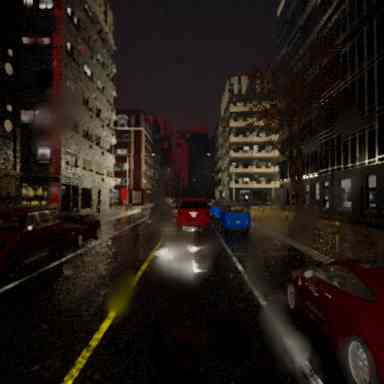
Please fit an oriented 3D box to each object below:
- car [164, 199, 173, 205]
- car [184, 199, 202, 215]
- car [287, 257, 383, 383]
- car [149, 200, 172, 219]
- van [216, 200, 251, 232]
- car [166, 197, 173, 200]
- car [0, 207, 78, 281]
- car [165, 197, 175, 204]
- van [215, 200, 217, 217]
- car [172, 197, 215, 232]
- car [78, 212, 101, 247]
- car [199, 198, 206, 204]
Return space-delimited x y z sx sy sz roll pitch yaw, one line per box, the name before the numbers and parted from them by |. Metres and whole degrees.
car | -5.679 2.353 81.465 1.752 1.417 4.829 1 -1 0
car | 0.097 1.754 39.742 2.097 1.767 4.553 0 -1 0
car | 2.703 1.633 4.945 1.802 1.307 4.206 1 -1 0
car | -3.051 1.812 33.046 1.882 1.535 5.008 0 -1 0
van | 2.707 1.559 21.470 1.690 1.788 3.998 1 -1 0
car | -5.679 2.353 75.950 1.802 1.307 4.206 1 -1 0
car | -5.671 1.422 10.437 2.192 1.841 5.009 1 -1 0
car | -5.675 2.203 87.322 2.192 1.841 5.009 1 -1 0
van | 2.707 1.670 32.487 1.690 1.788 3.998 1 -1 0
car | 0.100 1.444 21.787 2.150 2.045 5.566 0 0 0
car | -5.676 1.707 15.945 1.887 1.381 4.507 1 -1 0
car | 2.700 2.416 87.550 1.752 1.417 4.829 1 -1 0
